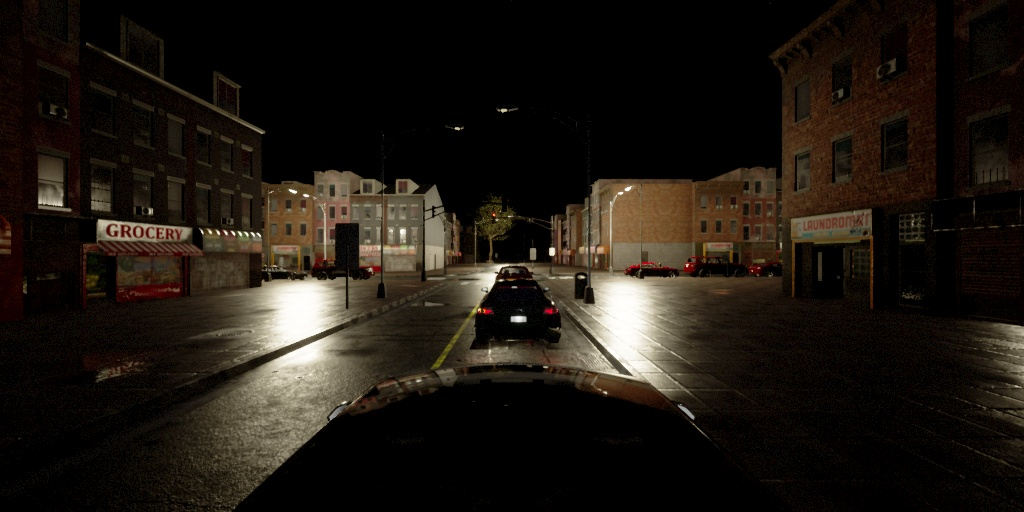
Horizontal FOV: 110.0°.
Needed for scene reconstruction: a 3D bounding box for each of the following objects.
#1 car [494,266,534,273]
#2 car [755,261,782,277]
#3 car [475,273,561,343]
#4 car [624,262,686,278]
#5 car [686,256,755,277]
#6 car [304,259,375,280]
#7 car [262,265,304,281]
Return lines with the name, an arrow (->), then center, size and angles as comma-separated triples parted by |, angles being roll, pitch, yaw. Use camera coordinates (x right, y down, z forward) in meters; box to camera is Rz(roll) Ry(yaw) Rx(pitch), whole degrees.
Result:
car -> 0.106, 1.236, 18.612 | 1.882, 1.535, 5.008 | 0, 0, 0
car -> 22.825, 1.141, 30.739 | 4.507, 1.381, 1.888 | 0, 0, 0
car -> 0.110, 1.316, 9.648 | 1.994, 1.385, 4.181 | 0, 0, -1
car -> 11.957, 1.217, 30.723 | 4.507, 1.381, 1.888 | 0, 0, 0
car -> 17.391, 0.948, 30.731 | 5.009, 1.841, 2.192 | 0, 0, 0
car -> -14.451, 1.180, 30.685 | 5.009, 1.841, 2.192 | 0, 0, 0
car -> -19.877, 1.473, 30.677 | 4.313, 1.339, 1.948 | 0, 0, 0
